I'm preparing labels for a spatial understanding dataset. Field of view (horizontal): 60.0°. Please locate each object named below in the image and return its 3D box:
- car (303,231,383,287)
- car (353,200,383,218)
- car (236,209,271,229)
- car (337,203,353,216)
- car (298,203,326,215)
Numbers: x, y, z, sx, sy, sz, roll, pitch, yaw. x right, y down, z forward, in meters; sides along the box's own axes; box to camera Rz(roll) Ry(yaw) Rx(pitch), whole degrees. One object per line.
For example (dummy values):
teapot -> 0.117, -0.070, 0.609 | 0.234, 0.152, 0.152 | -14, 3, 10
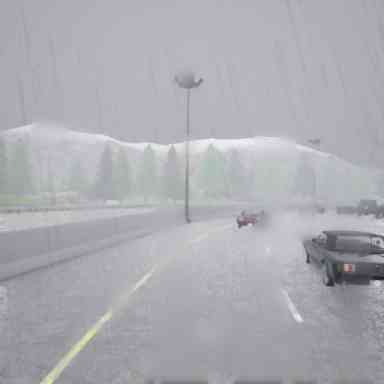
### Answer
car -> 4.465, 1.760, 9.556 | 1.895, 1.301, 4.718 | 1, -1, 9
car -> 21.060, 1.913, 38.842 | 2.150, 2.045, 5.566 | -1, -1, 41
car -> 4.600, 1.894, 24.176 | 1.895, 1.301, 4.718 | 1, -1, 19
car -> 20.387, 2.196, 43.105 | 1.882, 1.535, 5.008 | -1, -1, 42
car -> 15.786, 2.197, 43.613 | 2.033, 1.411, 5.357 | 0, -1, 41
